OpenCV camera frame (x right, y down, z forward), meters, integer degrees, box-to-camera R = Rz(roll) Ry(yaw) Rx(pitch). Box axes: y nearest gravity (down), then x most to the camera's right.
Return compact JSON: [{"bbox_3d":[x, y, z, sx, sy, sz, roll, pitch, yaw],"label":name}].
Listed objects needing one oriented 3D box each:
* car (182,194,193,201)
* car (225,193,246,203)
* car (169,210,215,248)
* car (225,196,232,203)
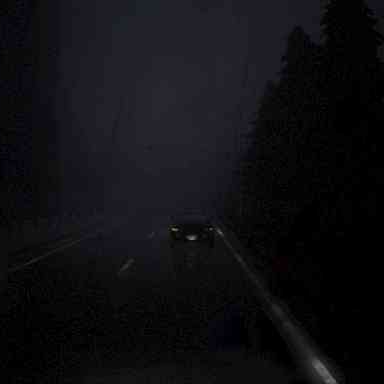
[{"bbox_3d":[-0.725,1.392,83.277,2.033,1.411,5.357,0,0,-4],"label":"car"},{"bbox_3d":[8.432,1.144,64.914,3.866,1.878,1.905,0,0,-1],"label":"car"},{"bbox_3d":[0.000,1.531,14.650,1.812,1.442,4.674,0,0,0],"label":"car"},{"bbox_3d":[8.847,1.142,62.404,4.605,1.855,1.932,0,0,-1],"label":"car"}]
